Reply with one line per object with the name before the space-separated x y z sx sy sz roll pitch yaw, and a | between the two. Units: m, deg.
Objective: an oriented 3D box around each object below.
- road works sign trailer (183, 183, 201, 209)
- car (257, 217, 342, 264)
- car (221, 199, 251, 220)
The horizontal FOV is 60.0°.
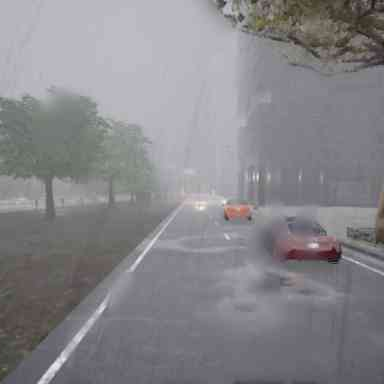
road works sign trailer | 0.018 0.554 47.161 2.380 3.560 2.880 0 0 0
car | 3.602 1.562 11.876 1.994 1.385 4.181 0 0 0
car | 3.599 1.369 27.871 2.097 1.767 4.553 0 0 0
